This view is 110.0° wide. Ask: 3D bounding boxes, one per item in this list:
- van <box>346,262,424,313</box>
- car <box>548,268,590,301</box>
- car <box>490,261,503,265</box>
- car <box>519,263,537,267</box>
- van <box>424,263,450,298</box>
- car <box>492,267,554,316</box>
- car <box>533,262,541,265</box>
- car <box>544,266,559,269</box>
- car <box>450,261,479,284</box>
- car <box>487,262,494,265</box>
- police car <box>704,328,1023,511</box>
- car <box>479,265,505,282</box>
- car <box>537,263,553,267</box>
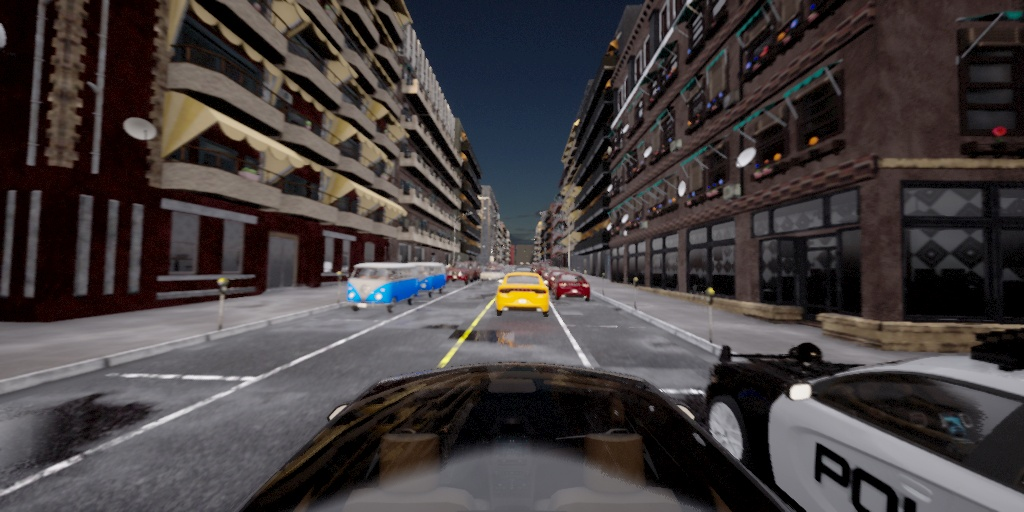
[{"bbox_3d":[-5.004,1.165,14.184,1.690,1.789,3.998,0,0,2],"label":"van"},{"bbox_3d":[3.056,1.583,19.385,1.888,1.381,4.507,0,0,2],"label":"car"},{"bbox_3d":[-3.341,1.903,63.923,2.192,1.841,5.009,0,0,2],"label":"car"},{"bbox_3d":[1.016,1.654,31.801,1.882,1.535,5.008,1,-1,2],"label":"car"},{"bbox_3d":[-4.819,1.244,19.712,1.690,1.789,3.998,0,0,2],"label":"van"},{"bbox_3d":[0.437,1.402,14.515,1.882,1.535,5.008,1,-1,2],"label":"car"},{"bbox_3d":[3.761,1.681,41.494,2.192,1.841,5.009,0,0,2],"label":"car"},{"bbox_3d":[3.241,1.663,24.911,1.888,1.381,4.507,0,0,2],"label":"car"},{"bbox_3d":[-4.449,1.381,30.765,2.192,1.841,5.009,0,0,2],"label":"car"},{"bbox_3d":[-3.895,1.884,47.345,1.948,1.339,4.313,0,0,2],"label":"car"},{"bbox_3d":[2.927,1.229,1.932,1.930,1.638,5.238,1,-1,2],"label":"police car"},{"bbox_3d":[-1.836,1.754,33.658,1.895,1.301,4.718,1,-1,2],"label":"car"},{"bbox_3d":[3.433,1.640,30.439,1.967,1.591,4.097,0,0,2],"label":"car"}]
